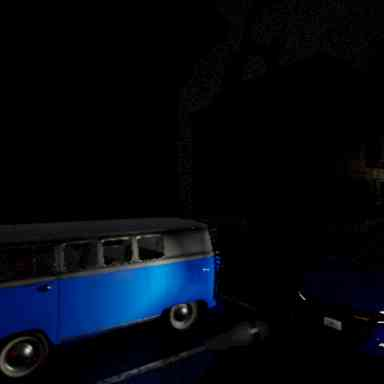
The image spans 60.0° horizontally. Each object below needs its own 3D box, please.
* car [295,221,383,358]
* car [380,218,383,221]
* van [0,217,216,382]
[{"bbox_3d":[3.881,1.443,5.837,5.008,1.535,1.882,0,0,-36],"label":"car"},{"bbox_3d":[7.303,1.498,11.414,4.313,1.339,1.947,0,0,-35],"label":"car"},{"bbox_3d":[-1.504,1.333,5.140,3.998,1.788,1.690,0,0,-35],"label":"van"}]
